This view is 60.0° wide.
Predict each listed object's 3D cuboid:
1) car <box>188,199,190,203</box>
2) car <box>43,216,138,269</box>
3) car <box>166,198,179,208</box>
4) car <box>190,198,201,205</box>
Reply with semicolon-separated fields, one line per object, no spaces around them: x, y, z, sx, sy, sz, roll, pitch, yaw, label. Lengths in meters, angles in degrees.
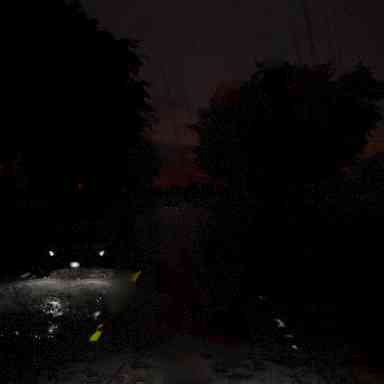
0.000;2.447;92.691;1.994;1.385;4.181;0;-1;0;car
-3.100;1.549;11.467;2.033;1.411;5.357;0;0;0;car
-3.072;1.739;53.176;1.837;1.490;4.892;0;0;0;car
1.050;2.102;74.337;1.801;1.575;5.366;0;-1;0;car
